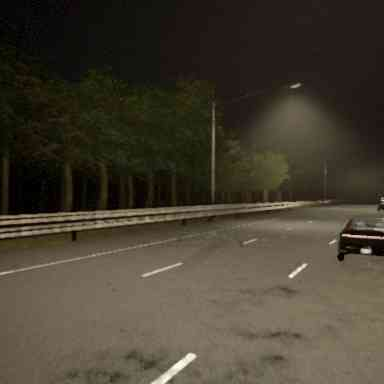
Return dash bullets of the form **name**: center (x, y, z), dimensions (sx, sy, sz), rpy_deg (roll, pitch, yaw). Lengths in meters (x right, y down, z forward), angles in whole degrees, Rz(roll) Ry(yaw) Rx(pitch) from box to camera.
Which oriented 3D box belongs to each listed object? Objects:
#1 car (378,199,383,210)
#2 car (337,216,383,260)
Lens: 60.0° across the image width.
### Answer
- **car**: center (31.795, 2.322, 54.793), dimensions (1.994, 1.385, 4.181), rpy_deg (0, -1, 31)
- **car**: center (6.686, 1.651, 12.491), dimensions (2.128, 1.511, 4.902), rpy_deg (0, 0, 31)
